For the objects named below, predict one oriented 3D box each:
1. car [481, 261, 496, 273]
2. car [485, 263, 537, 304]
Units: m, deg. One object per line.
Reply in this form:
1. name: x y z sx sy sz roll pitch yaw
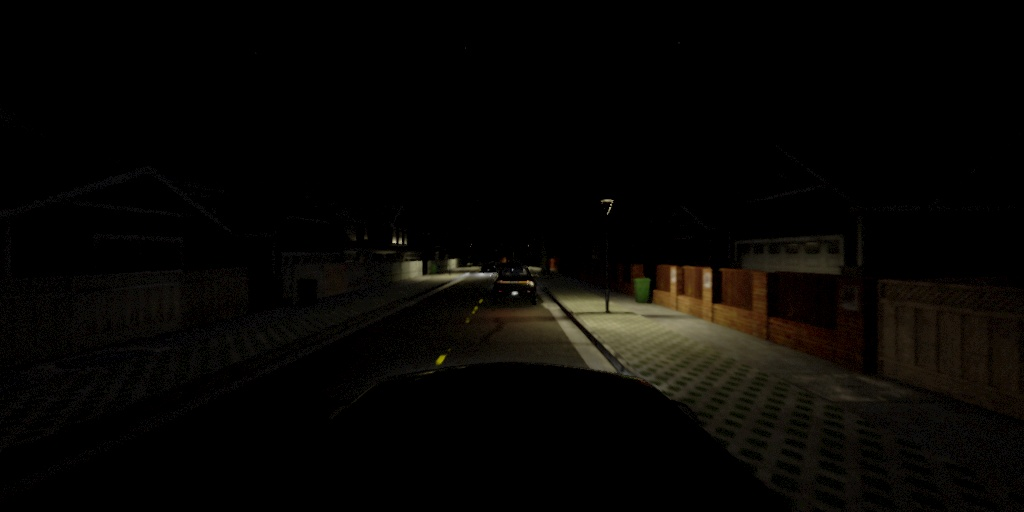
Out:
1. car: -2.739 1.324 43.769 1.895 1.301 4.718 0 0 0
2. car: 0.103 1.235 16.281 2.128 1.511 4.902 0 0 0
